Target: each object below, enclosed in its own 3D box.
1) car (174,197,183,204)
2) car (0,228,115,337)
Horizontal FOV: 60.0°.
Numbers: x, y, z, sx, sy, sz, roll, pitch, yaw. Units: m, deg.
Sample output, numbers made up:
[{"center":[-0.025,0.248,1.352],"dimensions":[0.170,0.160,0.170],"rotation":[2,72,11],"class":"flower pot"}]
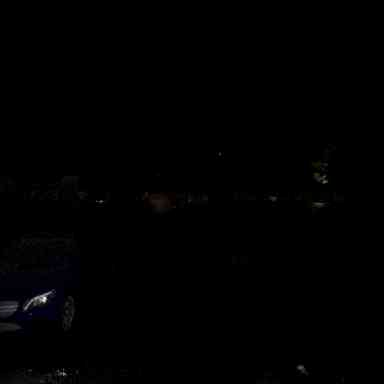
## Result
[{"center":[-2.742,1.723,67.791],"dimensions":[1.837,1.490,4.892],"rotation":[0,0,0],"class":"car"},{"center":[-2.850,1.524,6.826],"dimensions":[1.812,1.442,4.674],"rotation":[0,0,0],"class":"car"}]
